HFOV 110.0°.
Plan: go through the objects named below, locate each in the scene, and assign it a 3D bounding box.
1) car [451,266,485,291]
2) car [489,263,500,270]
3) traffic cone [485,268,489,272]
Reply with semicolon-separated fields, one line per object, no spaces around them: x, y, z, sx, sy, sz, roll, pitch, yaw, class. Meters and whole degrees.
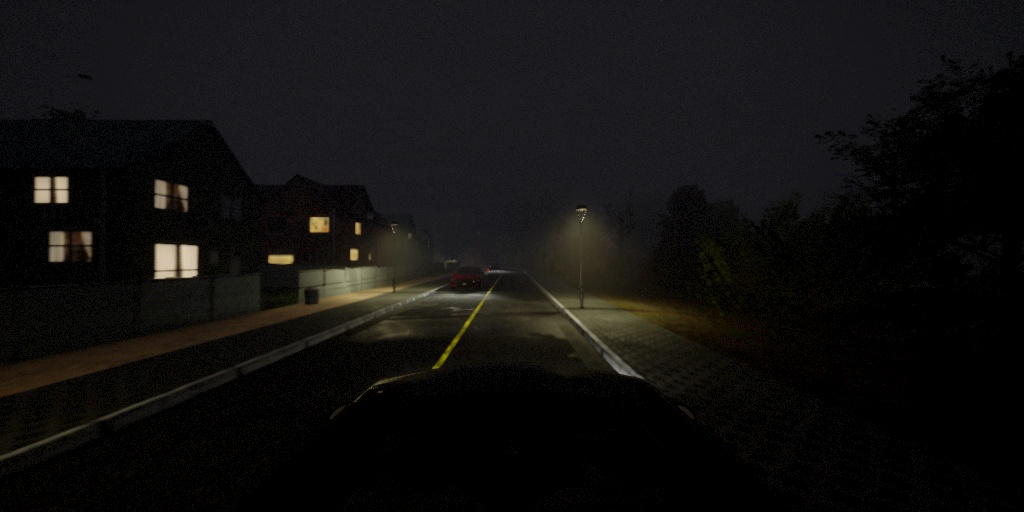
-2.850;1.429;24.009;1.882;1.535;5.008;0;-1;0;car
-3.232;1.900;64.711;1.895;1.301;4.718;0;0;-6;car
-3.849;2.184;54.874;0.340;0.580;0.340;0;0;0;traffic cone
